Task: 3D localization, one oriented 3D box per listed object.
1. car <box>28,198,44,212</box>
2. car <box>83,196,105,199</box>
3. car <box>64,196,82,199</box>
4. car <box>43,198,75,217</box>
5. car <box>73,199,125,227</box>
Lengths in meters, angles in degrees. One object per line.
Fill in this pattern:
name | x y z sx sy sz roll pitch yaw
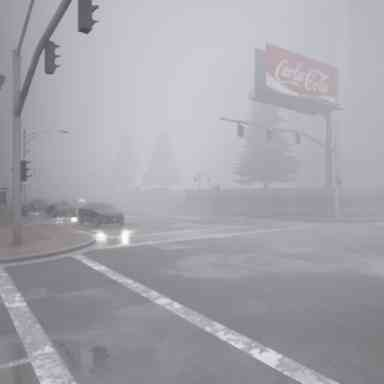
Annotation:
car | -17.925 1.493 38.953 1.837 1.490 4.892 0 0 -36
car | -15.315 1.464 53.602 2.128 1.511 4.902 0 0 -36
car | -20.039 1.455 54.168 1.882 1.535 5.008 0 0 -36
car | -12.084 1.552 30.839 1.994 1.385 4.181 0 0 -36
car | -6.298 1.466 22.819 1.882 1.535 5.008 0 0 -36
